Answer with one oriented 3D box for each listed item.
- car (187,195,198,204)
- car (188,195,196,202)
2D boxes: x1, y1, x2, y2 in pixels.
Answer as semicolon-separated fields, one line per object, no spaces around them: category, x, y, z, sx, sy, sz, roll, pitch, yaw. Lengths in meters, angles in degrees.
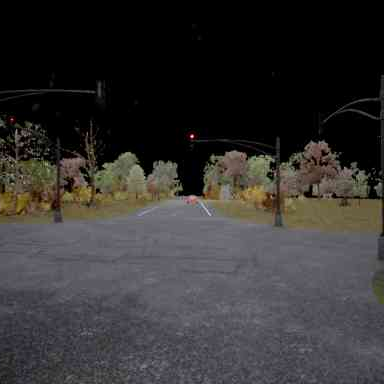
car;0.094;1.424;67.921;2.097;1.767;4.553;0;0;0
car;0.107;1.450;77.956;1.812;1.442;4.674;0;0;0
